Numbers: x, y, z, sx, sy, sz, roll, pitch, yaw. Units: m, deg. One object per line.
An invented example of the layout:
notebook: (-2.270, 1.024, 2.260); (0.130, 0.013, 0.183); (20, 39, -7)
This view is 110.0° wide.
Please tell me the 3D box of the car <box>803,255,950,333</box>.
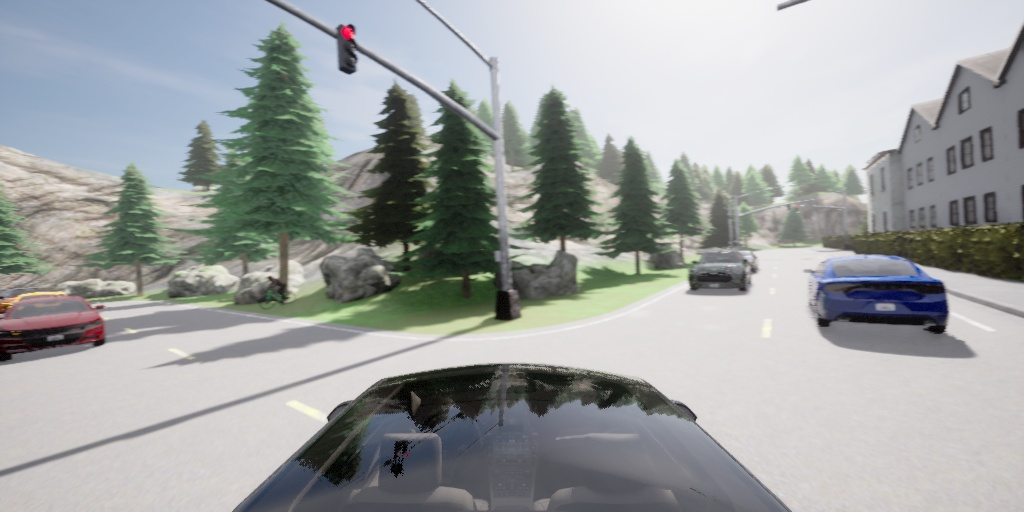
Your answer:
car: (8.467, 0.716, 8.710); (1.882, 1.535, 5.008); (-3, 0, 37)

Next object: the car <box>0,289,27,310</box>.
car: (-41.331, 3.540, 27.718); (4.674, 1.442, 1.812); (-3, 0, -7)

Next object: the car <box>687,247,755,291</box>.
car: (9.376, 0.516, 16.119); (2.097, 1.767, 4.553); (-3, 0, 37)

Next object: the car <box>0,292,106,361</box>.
car: (-14.067, 2.001, 10.944); (5.008, 1.535, 1.882); (-3, 0, 36)

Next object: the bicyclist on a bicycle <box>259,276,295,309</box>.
bicyclist on a bicycle: (-11.919, 1.780, 18.112); (0.582, 1.620, 1.656); (-6, 5, 36)

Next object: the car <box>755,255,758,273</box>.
car: (15.647, 0.331, 24.491); (2.033, 1.411, 5.357); (-3, 0, 37)

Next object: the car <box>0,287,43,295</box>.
car: (-30.051, 2.744, 22.267); (4.553, 1.767, 2.097); (-3, 0, 25)

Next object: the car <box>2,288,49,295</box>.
car: (-21.712, 2.416, 16.586); (5.008, 1.535, 1.882); (-3, 0, 36)
